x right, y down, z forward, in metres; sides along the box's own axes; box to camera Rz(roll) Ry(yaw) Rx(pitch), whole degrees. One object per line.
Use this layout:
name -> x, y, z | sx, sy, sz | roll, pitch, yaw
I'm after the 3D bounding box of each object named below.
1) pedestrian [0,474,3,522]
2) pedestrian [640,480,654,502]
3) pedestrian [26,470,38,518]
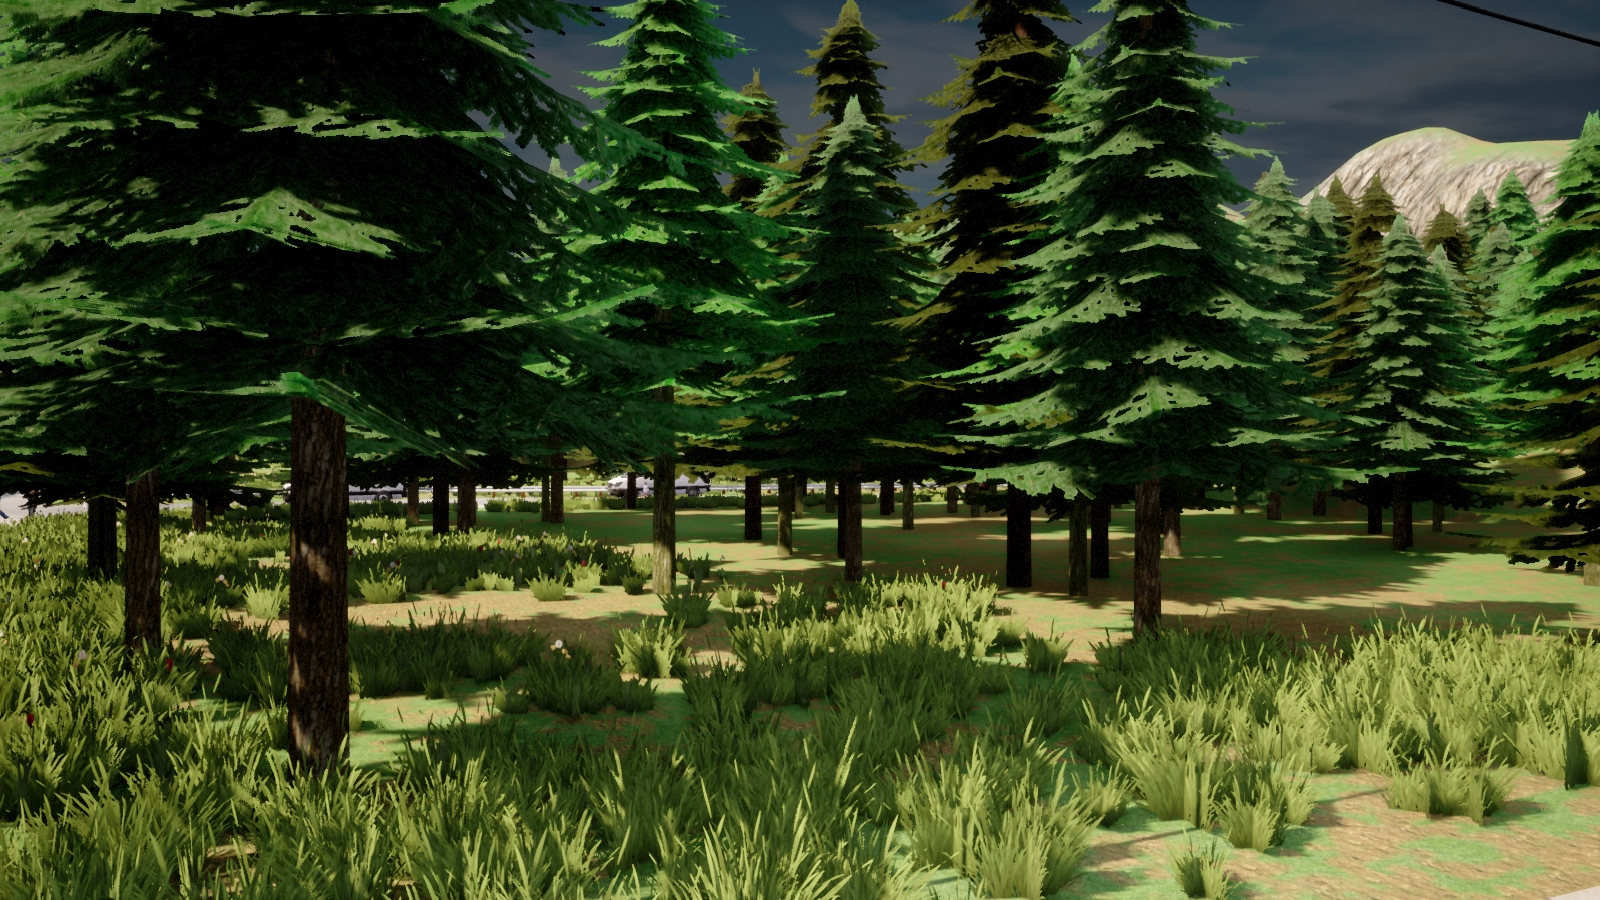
pedestrian -> -31.116, 1.846, 44.234 | 0.375, 1.860, 0.375 | 0, 0, -25
pedestrian -> -7.687, 2.050, 57.320 | 0.500, 1.100, 0.500 | 0, 0, -44
pedestrian -> -29.867, 1.695, 44.419 | 0.375, 1.860, 0.375 | 0, 0, -30
